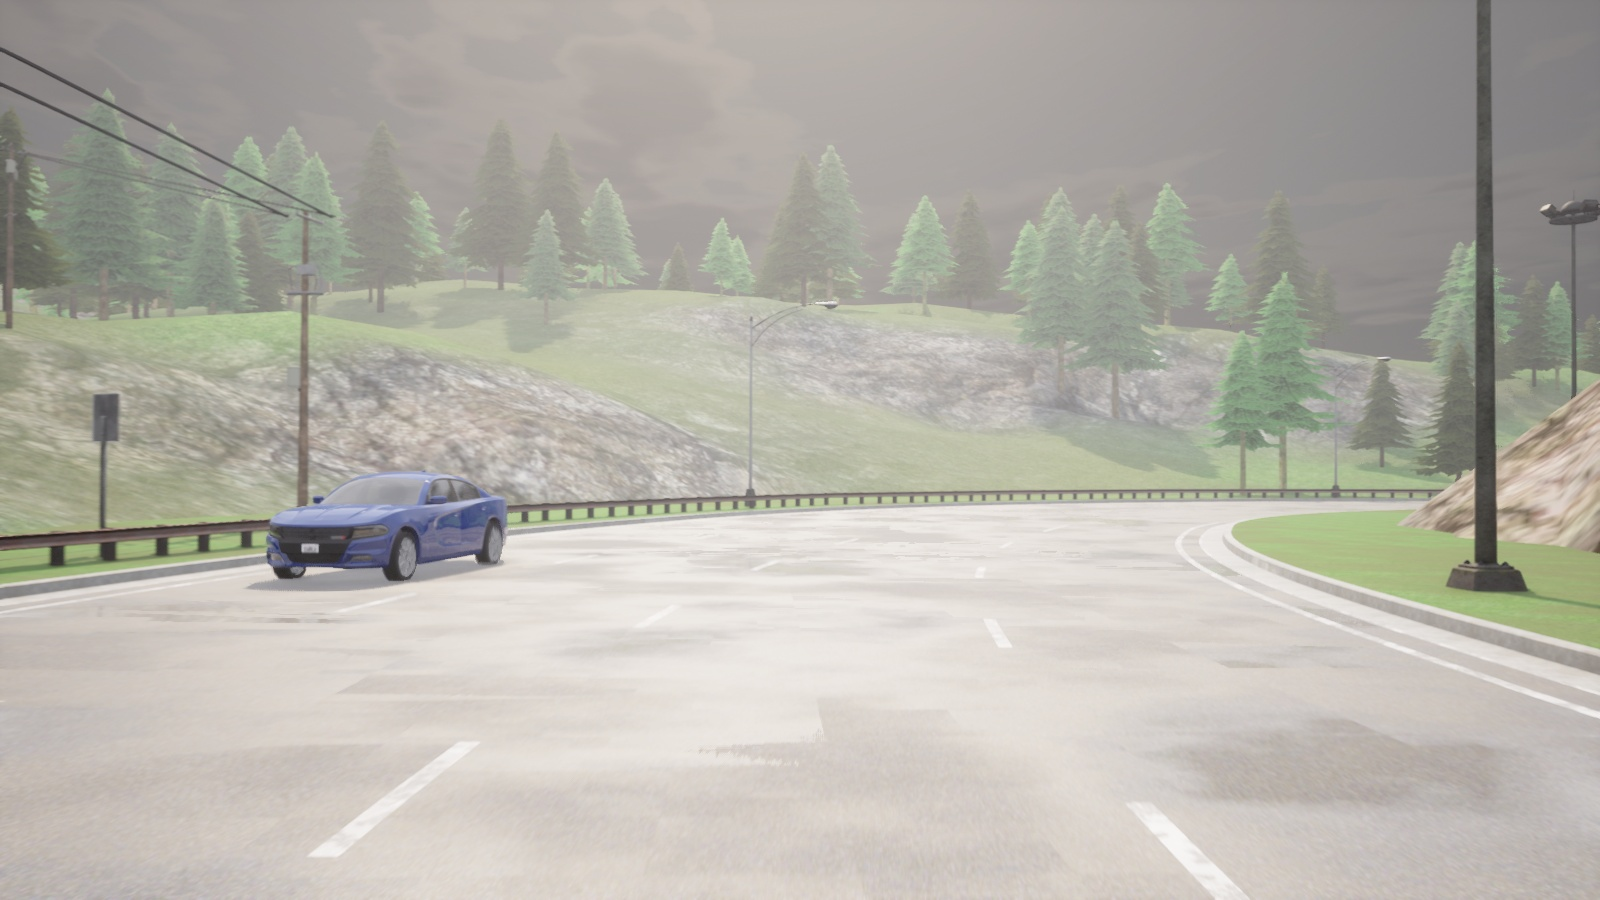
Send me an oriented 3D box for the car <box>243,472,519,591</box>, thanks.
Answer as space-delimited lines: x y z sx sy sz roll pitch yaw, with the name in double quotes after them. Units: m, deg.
-6.078 1.114 18.986 1.882 1.535 5.008 0 -1 9 "car"
